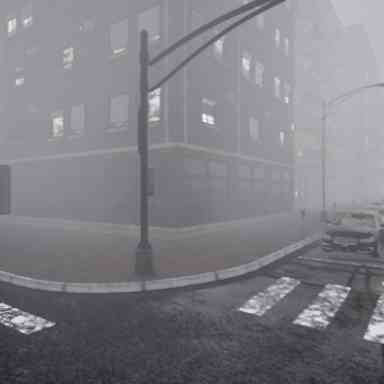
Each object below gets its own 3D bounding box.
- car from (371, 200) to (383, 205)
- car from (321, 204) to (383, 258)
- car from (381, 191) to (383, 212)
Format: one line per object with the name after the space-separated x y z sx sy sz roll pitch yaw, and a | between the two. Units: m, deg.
8.971 1.243 16.291 1.752 1.417 4.829 1 1 35 | car
5.881 1.343 11.867 2.008 1.369 4.403 1 1 35 | car
18.632 0.801 30.121 2.192 1.841 5.009 1 1 35 | car
